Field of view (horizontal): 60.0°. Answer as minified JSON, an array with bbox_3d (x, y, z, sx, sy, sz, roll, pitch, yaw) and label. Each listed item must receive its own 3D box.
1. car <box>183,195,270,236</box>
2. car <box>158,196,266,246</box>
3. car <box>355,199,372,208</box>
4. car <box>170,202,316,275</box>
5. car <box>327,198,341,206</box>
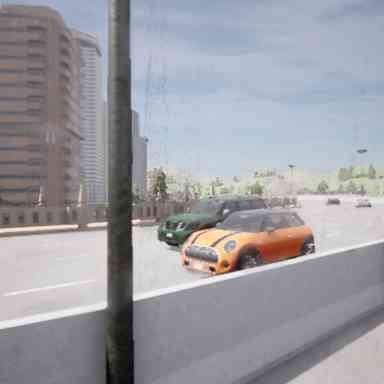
[{"bbox_3d":[2.229,1.256,20.025,2.150,2.045,5.566,0,0,45],"label":"car"},{"bbox_3d":[1.203,1.248,14.247,5.566,2.045,2.150,0,0,-42],"label":"car"},{"bbox_3d":[24.835,1.612,48.156,1.895,1.301,4.718,0,0,22],"label":"car"},{"bbox_3d":[1.860,1.368,10.246,4.553,1.767,2.097,0,0,-41],"label":"car"},{"bbox_3d":[24.186,1.632,56.717,1.895,1.301,4.718,0,0,17],"label":"car"}]
